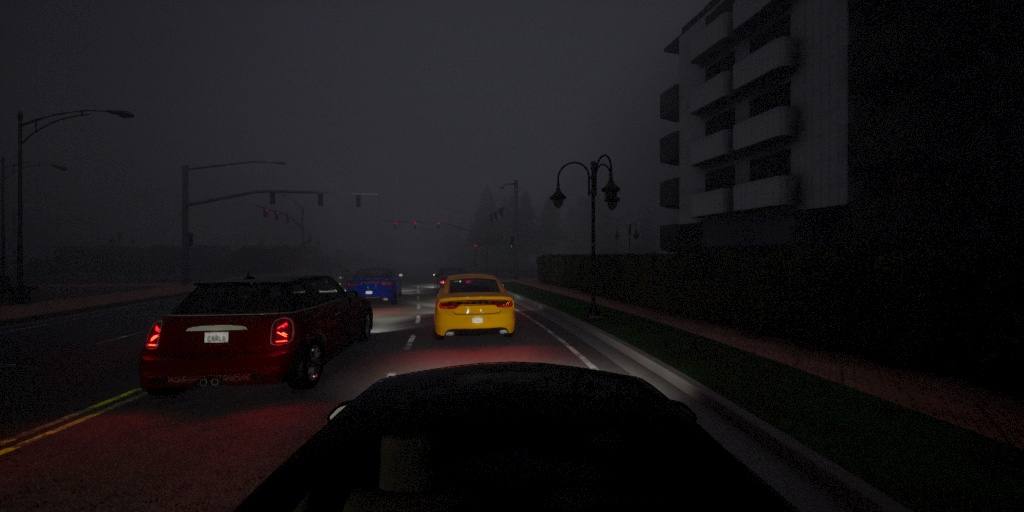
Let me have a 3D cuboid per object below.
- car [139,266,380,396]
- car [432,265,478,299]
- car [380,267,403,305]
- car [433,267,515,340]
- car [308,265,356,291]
[{"bbox_3d":[-4.214,1.102,6.878,2.097,1.767,4.553,0,0,-8],"label":"car"},{"bbox_3d":[-3.289,1.297,19.713,2.033,1.411,5.357,0,0,-14],"label":"car"},{"bbox_3d":[-5.976,1.228,15.939,1.882,1.535,5.008,0,0,-14],"label":"car"},{"bbox_3d":[-1.161,1.228,10.121,1.882,1.535,5.008,0,0,-10],"label":"car"},{"bbox_3d":[-11.498,1.330,23.208,1.994,1.385,4.181,0,0,-15],"label":"car"}]
